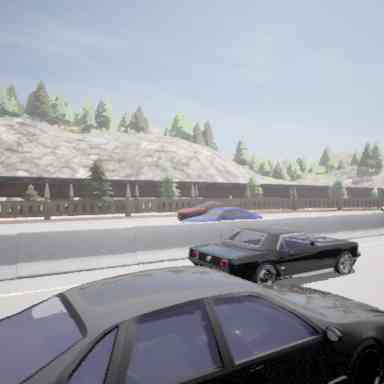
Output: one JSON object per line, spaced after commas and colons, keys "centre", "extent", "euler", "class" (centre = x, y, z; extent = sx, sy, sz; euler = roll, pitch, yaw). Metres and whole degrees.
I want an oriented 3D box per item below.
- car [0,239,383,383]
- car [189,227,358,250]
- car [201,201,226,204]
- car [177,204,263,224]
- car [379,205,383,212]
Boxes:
{"centre": [-0.037, 1.547, 3.381], "extent": [5.357, 1.411, 2.033], "euler": [0, 0, -31], "class": "car"}
{"centre": [2.353, 1.599, 8.902], "extent": [4.718, 1.301, 1.895], "euler": [0, 0, -31], "class": "car"}
{"centre": [1.314, 1.474, 24.682], "extent": [5.008, 1.535, 1.882], "euler": [0, 0, -29], "class": "car"}
{"centre": [1.559, 1.523, 16.752], "extent": [4.674, 1.442, 1.812], "euler": [0, 0, -30], "class": "car"}
{"centre": [18.707, 1.354, 29.149], "extent": [4.553, 1.767, 2.097], "euler": [0, 0, -20], "class": "car"}
